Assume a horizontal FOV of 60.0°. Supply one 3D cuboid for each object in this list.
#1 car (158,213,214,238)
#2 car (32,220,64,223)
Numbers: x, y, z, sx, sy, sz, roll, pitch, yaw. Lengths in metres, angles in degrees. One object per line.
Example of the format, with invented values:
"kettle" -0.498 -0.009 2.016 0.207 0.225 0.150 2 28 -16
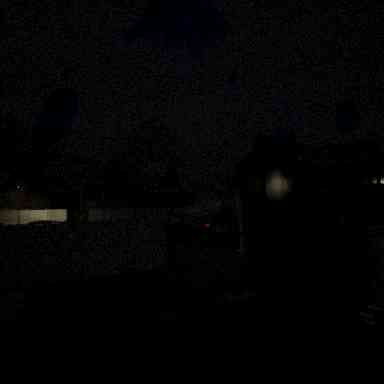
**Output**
"car" -1.347 2.043 20.677 5.357 1.411 2.033 -2 0 11
"car" -7.884 2.289 18.927 4.718 1.301 1.895 -2 0 18
